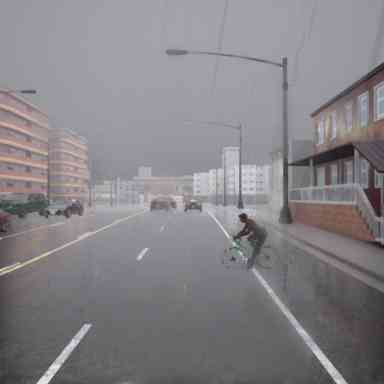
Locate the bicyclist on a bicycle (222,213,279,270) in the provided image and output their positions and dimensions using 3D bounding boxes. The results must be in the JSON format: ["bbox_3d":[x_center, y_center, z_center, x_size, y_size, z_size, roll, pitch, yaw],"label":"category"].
[{"bbox_3d":[1.645,1.427,9.482,1.656,1.620,0.582,-2,0,0],"label":"bicyclist on a bicycle"}]

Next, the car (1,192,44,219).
[{"bbox_3d":[-13.980,1.045,27.481,2.150,2.045,5.566,0,0,0],"label":"car"}]

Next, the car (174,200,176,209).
[{"bbox_3d":[-3.420,1.537,48.752,2.097,1.767,4.553,0,-2,1],"label":"car"}]

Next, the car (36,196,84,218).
[{"bbox_3d":[-10.480,1.314,27.508,2.128,1.511,4.902,0,0,0],"label":"car"}]

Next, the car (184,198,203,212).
[{"bbox_3d":[0.133,1.433,37.595,1.812,1.442,4.674,0,-1,0],"label":"car"}]

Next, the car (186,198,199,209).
[{"bbox_3d":[0.070,1.689,48.068,1.812,1.442,4.674,0,-2,1],"label":"car"}]

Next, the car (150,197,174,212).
[{"bbox_3d":[-3.446,1.377,37.064,1.882,1.535,5.008,0,-1,1],"label":"car"}]

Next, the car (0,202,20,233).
[{"bbox_3d":[-10.579,1.436,16.061,1.812,1.442,4.674,0,1,0],"label":"car"}]
